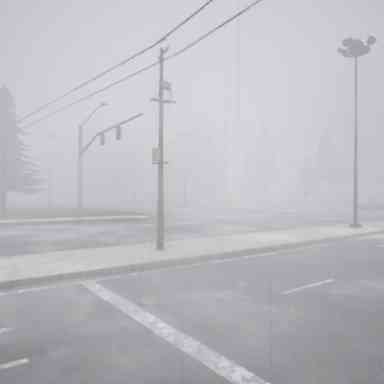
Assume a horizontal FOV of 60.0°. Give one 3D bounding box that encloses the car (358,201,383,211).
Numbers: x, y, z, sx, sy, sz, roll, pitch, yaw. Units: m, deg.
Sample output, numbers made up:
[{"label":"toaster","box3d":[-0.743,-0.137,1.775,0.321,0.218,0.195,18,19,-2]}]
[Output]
[{"label":"car","box3d":[24.751,1.943,45.778,4.718,1.301,1.895,1,0,-35]}]
